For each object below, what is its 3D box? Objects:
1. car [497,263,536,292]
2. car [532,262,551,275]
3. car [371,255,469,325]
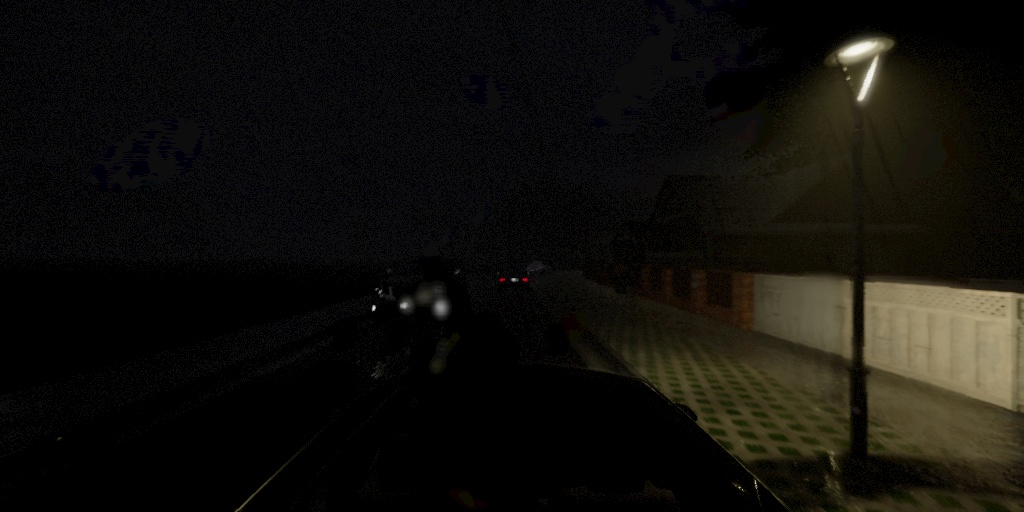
[{"bbox_3d":[0.090,1.294,21.246,2.033,1.411,5.357,0,0,0],"label":"car"},{"bbox_3d":[3.026,1.341,40.068,1.812,1.442,4.674,0,-1,21],"label":"car"},{"bbox_3d":[-2.795,0.971,12.217,2.150,2.045,5.566,0,0,0],"label":"car"}]
